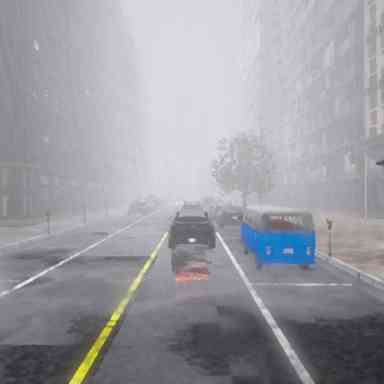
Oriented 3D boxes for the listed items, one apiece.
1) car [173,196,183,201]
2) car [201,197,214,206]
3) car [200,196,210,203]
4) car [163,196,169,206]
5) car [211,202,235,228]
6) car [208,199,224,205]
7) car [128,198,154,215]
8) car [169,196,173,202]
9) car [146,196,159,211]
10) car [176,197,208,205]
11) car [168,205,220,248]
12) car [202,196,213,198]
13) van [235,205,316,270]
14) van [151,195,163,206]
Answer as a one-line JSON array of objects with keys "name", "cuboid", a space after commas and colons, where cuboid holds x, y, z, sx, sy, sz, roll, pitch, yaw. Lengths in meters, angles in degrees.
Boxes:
[{"name": "car", "cuboid": [-2.750, 1.602, 76.719, 1.895, 1.301, 4.718, 0, 0, 0]}, {"name": "car", "cuboid": [2.575, 1.556, 55.952, 1.887, 1.381, 4.507, 1, 0, 0]}, {"name": "car", "cuboid": [2.750, 1.522, 69.757, 1.837, 1.490, 4.892, 0, 0, 0]}, {"name": "car", "cuboid": [-5.305, 1.593, 56.192, 1.802, 1.307, 4.206, 1, 0, 0]}, {"name": "car", "cuboid": [2.575, 1.570, 22.036, 1.947, 1.339, 4.313, 1, 0, 0]}, {"name": "car", "cuboid": [2.575, 1.551, 27.689, 1.887, 1.381, 4.507, 1, 0, 0]}, {"name": "car", "cuboid": [-5.305, 1.589, 33.606, 1.802, 1.307, 4.206, 1, 0, 0]}, {"name": "car", "cuboid": [-5.305, 1.566, 78.778, 2.008, 1.369, 4.403, 1, 0, 0]}, {"name": "car", "cuboid": [-5.305, 1.534, 39.082, 1.752, 1.417, 4.829, 1, 0, 0]}, {"name": "car", "cuboid": [0.000, 1.503, 29.653, 2.128, 1.511, 4.902, 0, 0, 0]}, {"name": "car", "cuboid": [0.000, 1.520, 14.651, 1.837, 1.490, 4.892, 0, 0, 0]}, {"name": "car", "cuboid": [2.577, 1.451, 50.299, 1.967, 1.590, 4.097, 1, 0, 0]}, {"name": "van", "cuboid": [2.578, 1.343, 10.731, 1.690, 1.788, 3.998, 1, 0, 0]}, {"name": "van", "cuboid": [-5.302, 1.351, 44.899, 1.690, 1.788, 3.998, 1, 0, 0]}]
